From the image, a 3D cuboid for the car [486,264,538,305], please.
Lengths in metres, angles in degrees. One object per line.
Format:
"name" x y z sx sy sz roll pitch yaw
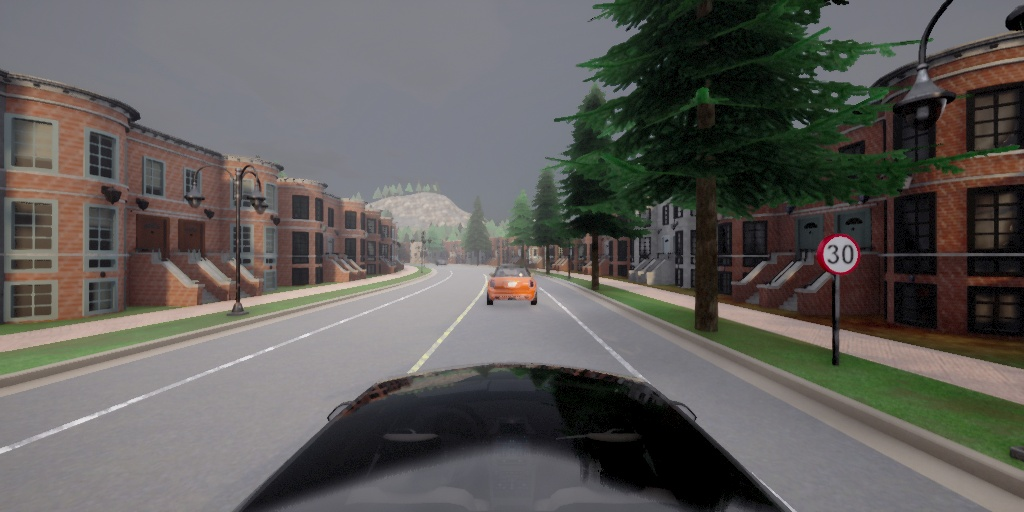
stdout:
"car" 0.000 1.166 16.441 2.097 1.767 4.553 0 0 0
